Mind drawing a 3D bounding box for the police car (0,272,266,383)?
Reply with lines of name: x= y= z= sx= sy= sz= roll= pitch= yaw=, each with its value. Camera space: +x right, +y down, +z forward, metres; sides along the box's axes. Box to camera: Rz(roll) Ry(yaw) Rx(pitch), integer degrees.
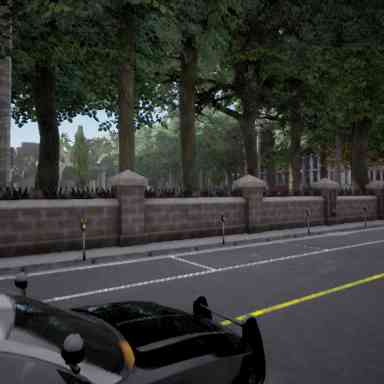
police car: x=-1.615 y=1.419 z=2.282 sx=5.238 sy=1.638 sz=1.930 roll=0 pitch=0 yaw=-35
